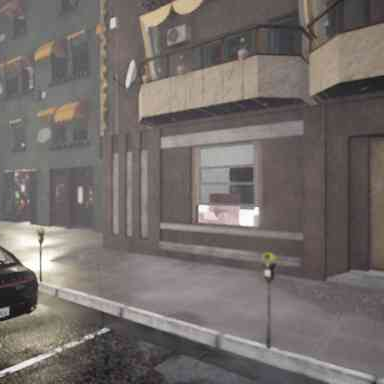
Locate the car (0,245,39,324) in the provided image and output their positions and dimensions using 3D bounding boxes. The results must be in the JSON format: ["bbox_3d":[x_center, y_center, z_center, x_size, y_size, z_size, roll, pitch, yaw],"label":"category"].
[{"bbox_3d":[-4.571,1.537,6.129,4.403,1.369,2.008,0,0,35],"label":"car"}]
